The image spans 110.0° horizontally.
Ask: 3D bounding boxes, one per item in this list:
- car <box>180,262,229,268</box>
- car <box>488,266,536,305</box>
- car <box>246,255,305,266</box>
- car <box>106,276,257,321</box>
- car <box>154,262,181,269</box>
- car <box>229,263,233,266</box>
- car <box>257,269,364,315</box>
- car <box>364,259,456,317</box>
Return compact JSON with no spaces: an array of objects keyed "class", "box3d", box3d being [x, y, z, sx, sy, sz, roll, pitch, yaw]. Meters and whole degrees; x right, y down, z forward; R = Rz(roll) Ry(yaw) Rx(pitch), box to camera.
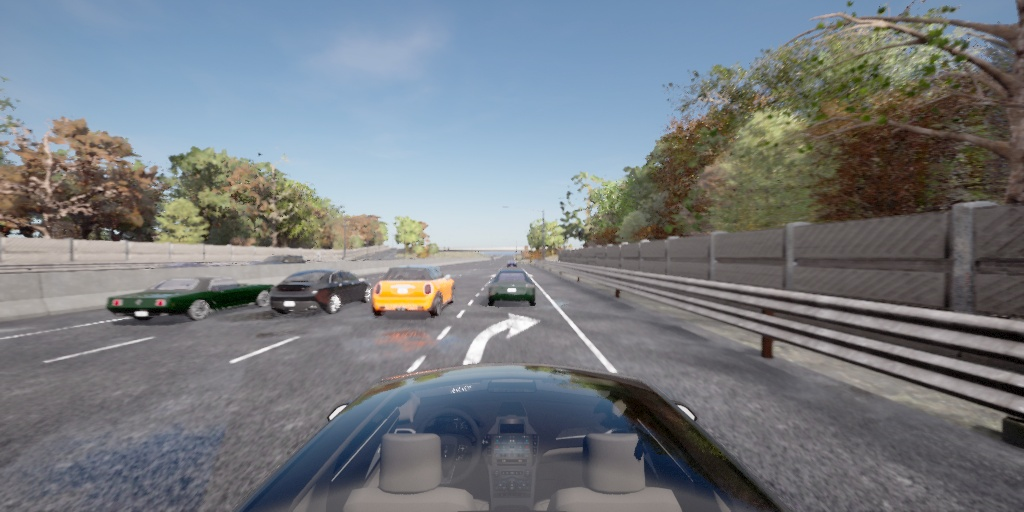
[{"class":"car","box3d":[-28.088,1.325,33.971,1.895,1.301,4.718,0,0,0]},{"class":"car","box3d":[-0.007,1.299,15.942,1.994,1.385,4.181,0,0,0]},{"class":"car","box3d":[-21.099,0.947,32.625,2.150,2.045,5.566,0,0,0]},{"class":"car","box3d":[-10.402,1.336,12.292,1.895,1.301,4.718,0,0,0]},{"class":"car","box3d":[-31.580,1.271,34.520,2.033,1.411,5.357,0,0,0]},{"class":"car","box3d":[-24.583,1.251,34.950,1.812,1.442,4.674,0,0,0]},{"class":"car","box3d":[-6.904,1.239,13.543,1.837,1.490,4.892,0,0,0]},{"class":"car","box3d":[-3.405,1.088,13.274,2.097,1.767,4.553,0,0,0]}]
